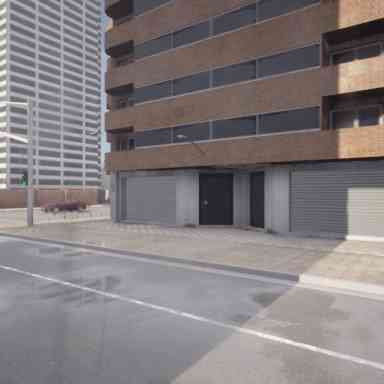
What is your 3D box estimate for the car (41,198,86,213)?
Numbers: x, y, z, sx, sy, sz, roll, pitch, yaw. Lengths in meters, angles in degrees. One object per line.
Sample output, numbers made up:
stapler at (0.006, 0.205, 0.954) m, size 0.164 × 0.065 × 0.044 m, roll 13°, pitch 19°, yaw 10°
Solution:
car at (-14.137, 1.478, 36.903) m, size 1.882 × 1.535 × 5.008 m, roll 0°, pitch 0°, yaw 35°
